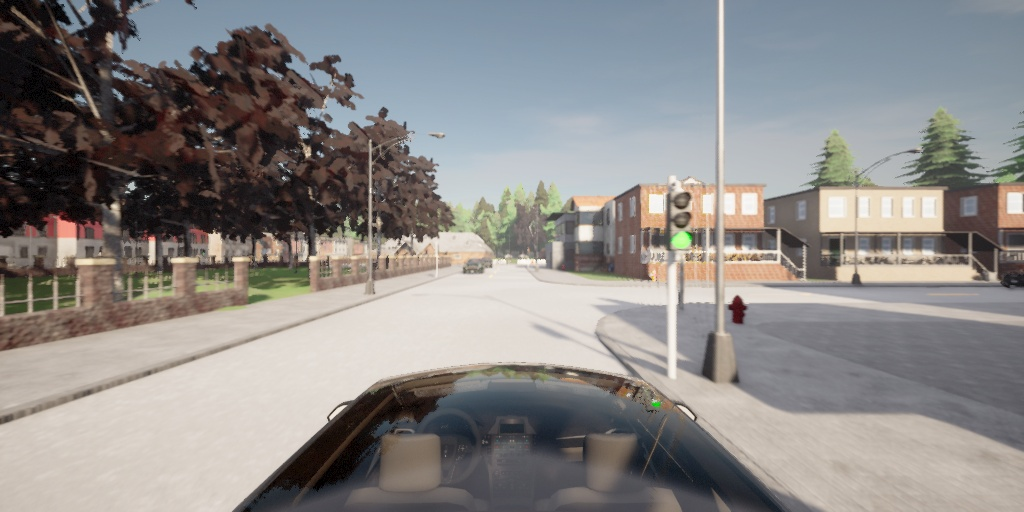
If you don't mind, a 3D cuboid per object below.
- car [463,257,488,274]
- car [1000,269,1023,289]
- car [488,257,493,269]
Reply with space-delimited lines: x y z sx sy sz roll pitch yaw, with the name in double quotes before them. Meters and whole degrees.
"car" -4.063 1.010 39.004 2.097 1.767 4.553 0 0 0
"car" 31.271 1.184 20.534 5.008 1.535 1.882 0 0 0
"car" -3.991 0.970 54.839 2.097 1.767 4.553 0 0 0
